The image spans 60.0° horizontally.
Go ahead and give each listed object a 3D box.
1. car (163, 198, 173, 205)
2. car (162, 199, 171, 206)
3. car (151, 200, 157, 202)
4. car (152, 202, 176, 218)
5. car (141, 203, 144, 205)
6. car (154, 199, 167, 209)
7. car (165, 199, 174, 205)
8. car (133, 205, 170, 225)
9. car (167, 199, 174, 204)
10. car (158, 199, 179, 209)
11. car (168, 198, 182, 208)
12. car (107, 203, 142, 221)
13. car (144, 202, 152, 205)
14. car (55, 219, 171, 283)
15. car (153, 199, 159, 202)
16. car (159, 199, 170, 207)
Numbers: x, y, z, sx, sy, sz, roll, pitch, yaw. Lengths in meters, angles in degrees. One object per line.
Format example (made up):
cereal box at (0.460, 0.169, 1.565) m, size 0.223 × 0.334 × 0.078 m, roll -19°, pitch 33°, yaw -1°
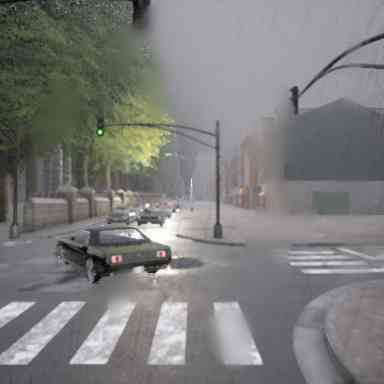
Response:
car at (-5.931, 2.326, 82.603) m, size 2.192 × 1.841 × 5.009 m, roll 1°, pitch -1°, yaw 0°
car at (-5.890, 2.452, 76.980) m, size 1.752 × 1.417 × 4.829 m, roll 1°, pitch -1°, yaw 0°
car at (-5.586, 1.987, 39.002) m, size 1.947 × 1.339 × 4.313 m, roll 1°, pitch -1°, yaw 0°
car at (-3.031, 1.969, 34.376) m, size 1.895 × 1.301 × 4.718 m, roll 0°, pitch -1°, yaw 0°
car at (-5.552, 1.826, 28.391) m, size 1.752 × 1.417 × 4.829 m, roll 1°, pitch -1°, yaw 0°
car at (-5.758, 2.136, 60.802) m, size 1.967 × 1.590 × 4.097 m, roll 1°, pitch -1°, yaw 0°
car at (-5.979, 2.646, 88.048) m, size 2.008 × 1.369 × 4.403 m, roll 1°, pitch -1°, yaw 0°
car at (-2.951, 1.866, 25.164) m, size 1.895 × 1.301 × 4.718 m, roll 0°, pitch -1°, yaw 0°
car at (-6.021, 2.705, 93.329) m, size 1.752 × 1.417 × 4.829 m, roll 1°, pitch -1°, yaw 0°
car at (-3.095, 2.008, 44.096) m, size 1.812 × 1.442 × 4.674 m, roll 0°, pitch -1°, yaw 0°
car at (-3.132, 2.180, 57.700) m, size 1.812 × 1.442 × 4.674 m, roll 0°, pitch -1°, yaw 0°
car at (-5.512, 1.830, 26.417) m, size 2.008 × 1.369 × 4.403 m, roll 1°, pitch -1°, yaw 0°
car at (-5.542, 1.909, 33.552) m, size 2.008 × 1.369 × 4.403 m, roll 1°, pitch -1°, yaw 0°
car at (-2.594, 1.672, 9.937) m, size 1.895 × 1.301 × 4.718 m, roll 1°, pitch -2°, yaw -35°
car at (-5.674, 2.135, 49.901) m, size 1.802 × 1.307 × 4.206 m, roll 1°, pitch -1°, yaw 0°
car at (-5.846, 2.289, 71.701) m, size 1.967 × 1.590 × 4.097 m, roll 1°, pitch -1°, yaw 0°
